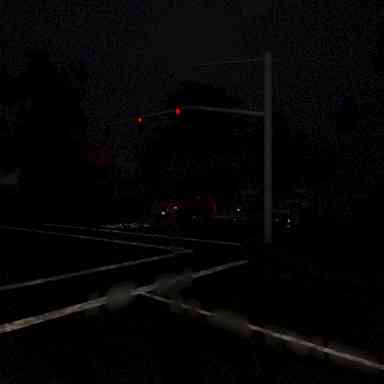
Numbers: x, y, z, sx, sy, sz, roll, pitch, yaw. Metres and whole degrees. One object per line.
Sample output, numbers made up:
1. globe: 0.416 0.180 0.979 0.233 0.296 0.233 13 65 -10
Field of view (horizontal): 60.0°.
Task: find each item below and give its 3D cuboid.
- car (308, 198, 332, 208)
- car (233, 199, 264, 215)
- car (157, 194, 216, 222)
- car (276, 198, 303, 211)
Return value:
1. car: 18.905 1.601 49.120 1.895 1.301 4.718 0 0 41
2. car: 6.173 1.491 34.493 2.128 1.511 4.902 0 0 41
3. car: -0.337 1.221 27.008 2.150 2.045 5.566 0 0 41
4. car: 12.272 1.526 41.512 1.812 1.442 4.674 0 0 41
